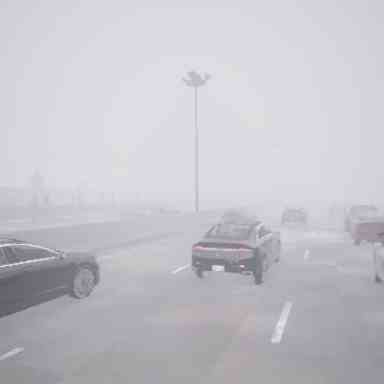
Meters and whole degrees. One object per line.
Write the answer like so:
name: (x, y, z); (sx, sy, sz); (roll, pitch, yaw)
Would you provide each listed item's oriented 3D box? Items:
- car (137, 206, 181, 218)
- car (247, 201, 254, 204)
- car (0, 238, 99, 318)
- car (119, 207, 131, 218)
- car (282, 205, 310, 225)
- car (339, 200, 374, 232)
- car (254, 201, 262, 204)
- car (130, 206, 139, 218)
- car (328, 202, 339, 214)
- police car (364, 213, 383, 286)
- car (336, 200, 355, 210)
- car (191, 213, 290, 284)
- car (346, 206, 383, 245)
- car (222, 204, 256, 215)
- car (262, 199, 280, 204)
car: (-2.482, 2.070, 28.656); (1.895, 1.301, 4.718); (-1, -1, 22)
car: (13.873, 2.605, 73.124); (1.895, 1.301, 4.718); (-2, -1, 39)
car: (-3.794, 1.627, 6.367); (2.128, 1.511, 4.902); (-1, -1, 22)
car: (-6.281, 2.253, 37.837); (1.895, 1.301, 4.718); (-1, -1, 22)
car: (8.387, 1.818, 26.990); (2.128, 1.511, 4.902); (-1, -1, 22)
car: (10.982, 1.566, 21.577); (2.097, 1.767, 4.553); (-1, -1, 22)
car: (15.594, 2.282, 69.739); (2.097, 1.767, 4.553); (-2, -1, 39)
car: (-4.001, 2.172, 34.183); (1.895, 1.301, 4.718); (-1, -1, 22)
car: (17.932, 1.982, 40.920); (2.033, 1.411, 5.357); (-1, -1, 28)
police car: (5.000, 1.476, 6.887); (1.930, 1.638, 5.238); (-1, -1, 22)
car: (24.014, 2.045, 51.864); (1.812, 1.442, 4.674); (-1, -1, 36)
car: (1.542, 1.630, 10.189); (2.128, 1.511, 4.902); (-1, -1, 22)
car: (8.732, 1.631, 16.046); (1.882, 1.535, 5.008); (-1, -1, 22)
car: (3.453, 1.840, 24.155); (1.837, 1.490, 4.892); (-1, -1, 22)
car: (15.999, 2.433, 64.668); (1.895, 1.301, 4.718); (-2, -1, 37)
